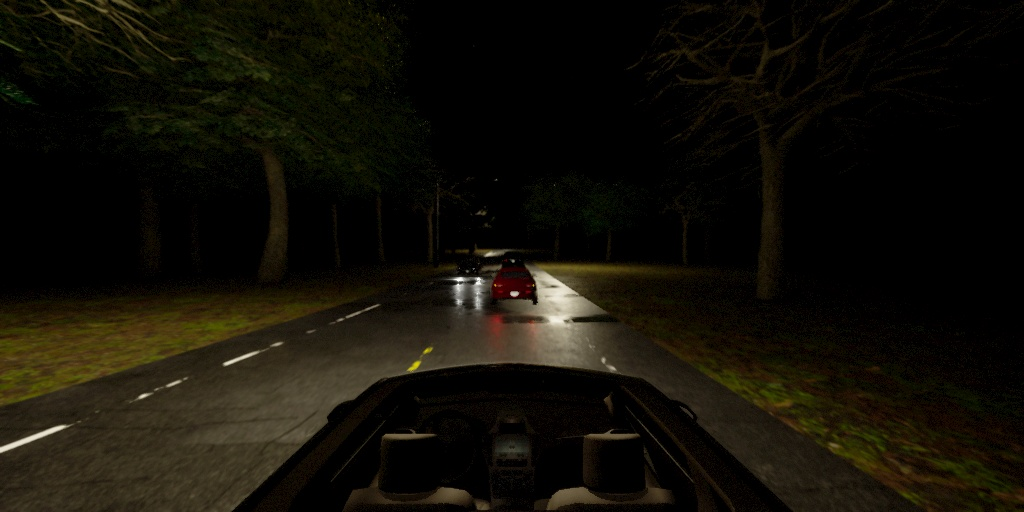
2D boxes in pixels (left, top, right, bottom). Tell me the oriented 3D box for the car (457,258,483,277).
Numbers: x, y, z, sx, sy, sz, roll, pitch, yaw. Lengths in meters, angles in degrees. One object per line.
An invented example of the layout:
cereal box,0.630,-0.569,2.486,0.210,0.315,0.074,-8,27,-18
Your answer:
car,-3.498,0.919,30.504,1.837,1.490,4.892,0,1,0

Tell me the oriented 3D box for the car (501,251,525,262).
car,0.105,0.531,36.149,2.150,2.045,5.566,0,1,0

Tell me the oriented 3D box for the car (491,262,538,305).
car,0.094,1.186,15.474,1.812,1.442,4.674,0,1,0
